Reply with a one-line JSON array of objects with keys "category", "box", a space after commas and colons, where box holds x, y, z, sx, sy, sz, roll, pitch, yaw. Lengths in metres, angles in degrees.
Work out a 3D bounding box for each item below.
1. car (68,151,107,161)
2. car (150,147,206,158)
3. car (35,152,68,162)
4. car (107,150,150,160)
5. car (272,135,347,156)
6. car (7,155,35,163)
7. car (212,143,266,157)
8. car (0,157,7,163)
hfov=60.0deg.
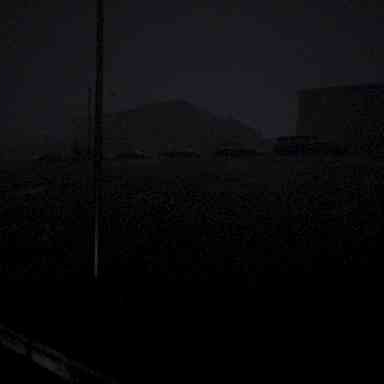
[{"category": "car", "box": [-10.701, -3.655, 36.120, 4.792, 1.488, 2.163, 1, 1, 29]}, {"category": "car", "box": [-1.007, -3.437, 31.053, 4.892, 1.521, 2.231, 1, 1, 27]}, {"category": "car", "box": [-15.692, -3.939, 38.921, 4.553, 1.767, 2.185, 2, 1, 31]}, {"category": "car", "box": [-5.838, -3.521, 33.512, 4.674, 1.452, 2.002, 1, 1, 28]}, {"category": "car", "box": [9.174, -3.375, 26.269, 5.566, 2.045, 2.435, 2, 1, 25]}, {"category": "car", "box": [-20.445, -3.938, 41.738, 5.008, 1.535, 2.097, 2, 1, 32]}, {"category": "car", "box": [4.074, -3.417, 28.609, 4.553, 1.767, 2.185, 2, 1, 26]}, {"category": "car", "box": [-25.157, -4.023, 44.667, 4.674, 1.452, 2.002, 2, 1, 33]}]
